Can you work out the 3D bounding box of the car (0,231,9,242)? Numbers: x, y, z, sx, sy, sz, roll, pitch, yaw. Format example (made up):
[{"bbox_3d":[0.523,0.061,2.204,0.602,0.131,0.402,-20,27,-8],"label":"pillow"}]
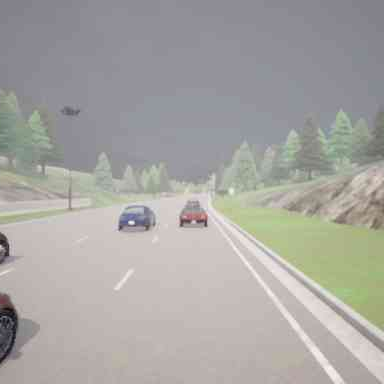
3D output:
[{"bbox_3d":[-6.885,1.365,8.800,2.097,1.767,4.553,0,0,0],"label":"car"}]

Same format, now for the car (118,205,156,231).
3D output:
[{"bbox_3d":[-3.397,1.564,20.961,1.812,1.442,4.674,0,0,0],"label":"car"}]

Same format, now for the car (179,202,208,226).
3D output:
[{"bbox_3d":[0.103,1.646,23.552,1.895,1.301,4.718,0,0,0],"label":"car"}]

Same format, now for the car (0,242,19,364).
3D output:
[{"bbox_3d":[-3.373,1.529,2.822,1.812,1.442,4.674,0,0,0],"label":"car"}]

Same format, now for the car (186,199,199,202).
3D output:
[{"bbox_3d":[0.138,1.572,41.657,2.128,1.511,4.902,0,0,1],"label":"car"}]
